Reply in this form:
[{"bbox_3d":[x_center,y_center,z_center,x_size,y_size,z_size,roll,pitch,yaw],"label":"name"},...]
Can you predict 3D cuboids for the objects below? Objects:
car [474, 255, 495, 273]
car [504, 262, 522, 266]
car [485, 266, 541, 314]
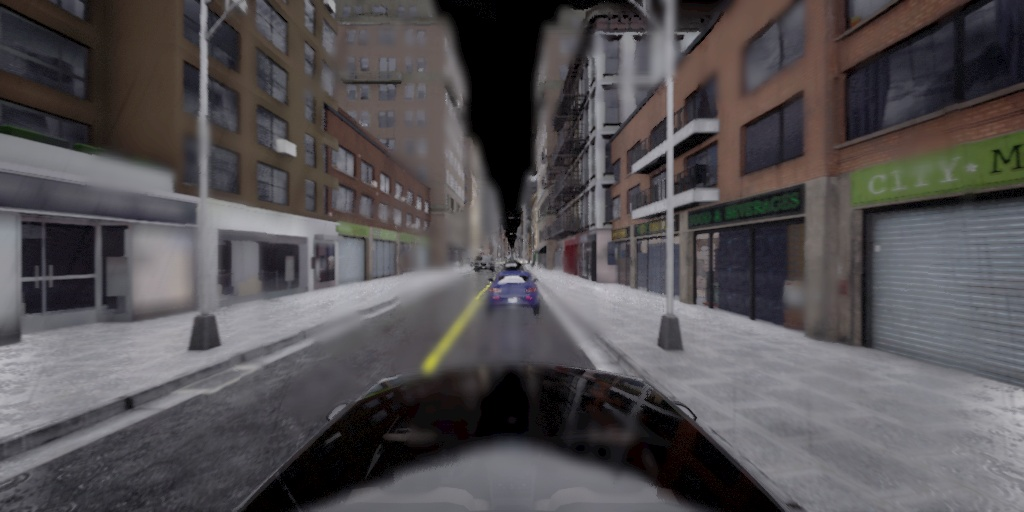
[{"bbox_3d":[-3.106,0.884,41.921,2.150,2.045,5.566,0,0,0],"label":"car"},{"bbox_3d":[0.063,1.203,28.735,1.837,1.490,4.892,0,1,0],"label":"car"},{"bbox_3d":[0.069,1.255,13.518,1.812,1.442,4.674,0,0,0],"label":"car"}]
